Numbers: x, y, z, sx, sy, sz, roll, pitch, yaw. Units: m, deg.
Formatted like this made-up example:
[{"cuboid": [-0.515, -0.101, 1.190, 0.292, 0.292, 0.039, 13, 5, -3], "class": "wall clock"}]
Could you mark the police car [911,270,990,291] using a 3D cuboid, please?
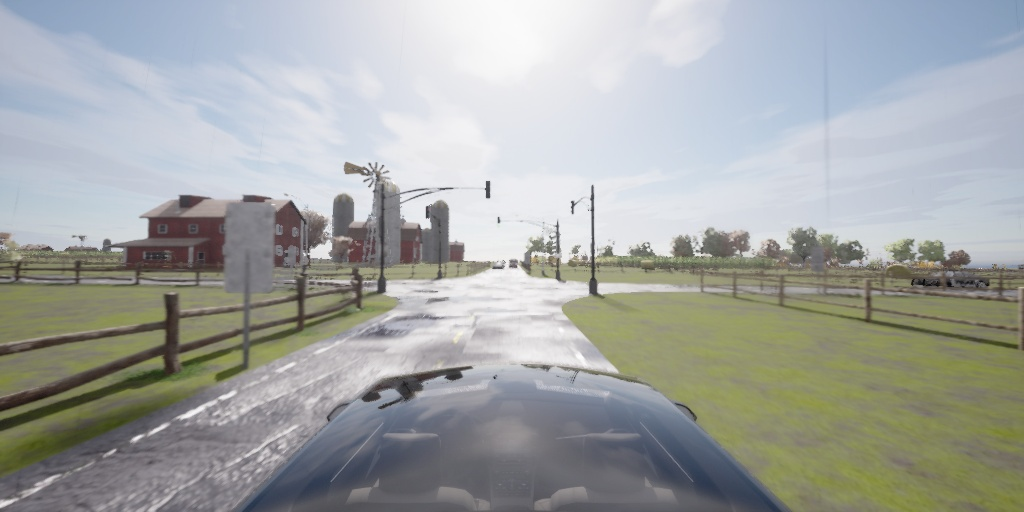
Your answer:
[{"cuboid": [36.205, 1.976, 29.770, 5.238, 1.638, 1.930, 1, -2, 0], "class": "police car"}]
